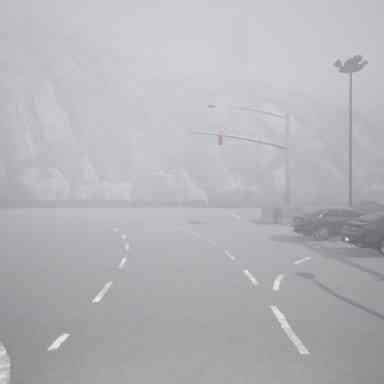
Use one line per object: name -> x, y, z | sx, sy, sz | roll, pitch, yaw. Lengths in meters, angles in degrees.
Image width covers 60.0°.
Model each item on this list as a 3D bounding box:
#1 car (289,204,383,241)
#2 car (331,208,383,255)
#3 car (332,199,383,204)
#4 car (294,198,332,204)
car -> 7.170, 1.472, 15.867 | 4.892, 1.490, 1.837 | 0, 0, -3
car -> 8.127, 1.480, 12.413 | 4.892, 1.490, 1.837 | 0, 0, -3
car -> 15.597, 1.500, 30.522 | 4.181, 1.385, 1.994 | 0, 0, -3
car -> 15.308, 1.461, 41.021 | 5.357, 1.411, 2.033 | 0, 0, -3
